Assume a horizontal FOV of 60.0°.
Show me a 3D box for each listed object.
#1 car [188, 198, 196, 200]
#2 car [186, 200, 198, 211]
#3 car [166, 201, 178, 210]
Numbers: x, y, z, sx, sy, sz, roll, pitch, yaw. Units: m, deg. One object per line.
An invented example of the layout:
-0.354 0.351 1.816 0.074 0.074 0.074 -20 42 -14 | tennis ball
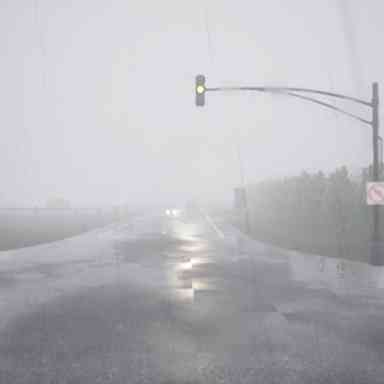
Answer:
0.000 2.149 64.638 2.150 2.045 5.566 0 -1 0 | car
0.000 2.399 54.629 1.895 1.301 4.718 0 -1 0 | car
-3.500 2.333 58.779 2.128 1.511 4.902 0 -1 0 | car
